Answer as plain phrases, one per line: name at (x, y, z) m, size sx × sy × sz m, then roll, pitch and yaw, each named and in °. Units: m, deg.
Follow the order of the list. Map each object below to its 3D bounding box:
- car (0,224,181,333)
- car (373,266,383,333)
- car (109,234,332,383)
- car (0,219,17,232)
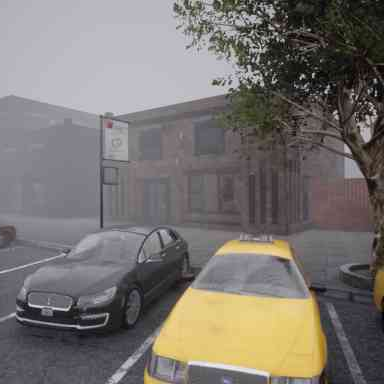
car at (-1.418, 1.487, 7.114) m, size 2.231 × 1.521 × 4.892 m, roll 1°, pitch -1°, yaw 16°
car at (3.411, 1.480, 3.438) m, size 1.946 × 1.575 × 5.366 m, roll 1°, pitch -1°, yaw 16°
car at (0.968, 1.480, 5.183) m, size 1.946 × 1.575 × 5.366 m, roll 1°, pitch -1°, yaw 16°
car at (-8.734, 1.528, 12.357) m, size 2.002 × 1.452 × 4.674 m, roll 1°, pitch -1°, yaw 16°
